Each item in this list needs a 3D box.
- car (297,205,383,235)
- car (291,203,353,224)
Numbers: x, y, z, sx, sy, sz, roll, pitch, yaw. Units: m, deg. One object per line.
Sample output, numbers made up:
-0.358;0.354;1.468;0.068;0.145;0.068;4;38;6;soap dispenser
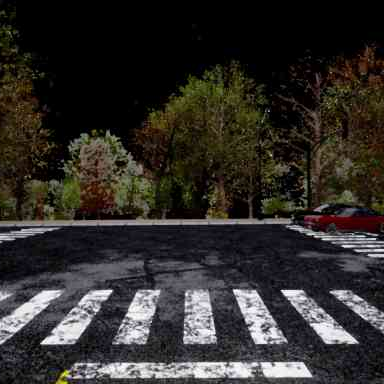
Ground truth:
8.429;1.522;17.748;4.718;1.301;1.895;-1;-1;-5;car
8.884;1.469;21.274;4.892;1.490;1.837;-1;-1;1;car
